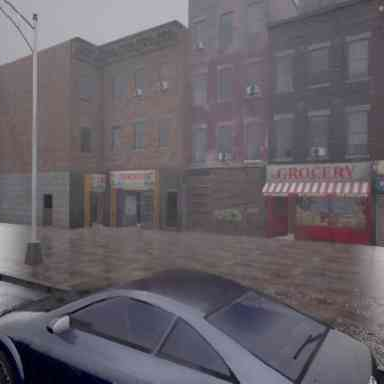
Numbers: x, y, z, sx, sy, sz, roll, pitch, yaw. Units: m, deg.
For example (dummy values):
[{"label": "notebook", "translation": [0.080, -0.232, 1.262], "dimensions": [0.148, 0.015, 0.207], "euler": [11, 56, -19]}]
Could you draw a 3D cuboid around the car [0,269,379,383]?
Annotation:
[{"label": "car", "translation": [-0.381, 1.563, 3.479], "dimensions": [4.181, 1.385, 1.994], "euler": [0, 0, 33]}]
